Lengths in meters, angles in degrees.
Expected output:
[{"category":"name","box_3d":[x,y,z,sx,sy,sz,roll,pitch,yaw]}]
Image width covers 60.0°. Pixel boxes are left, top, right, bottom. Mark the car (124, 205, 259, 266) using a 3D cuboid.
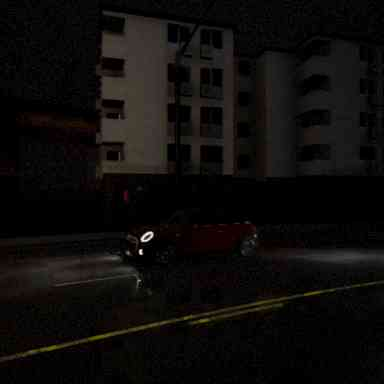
[{"category":"car","box_3d":[0.009,1.351,11.551,4.553,1.767,2.097,0,0,-25]}]
